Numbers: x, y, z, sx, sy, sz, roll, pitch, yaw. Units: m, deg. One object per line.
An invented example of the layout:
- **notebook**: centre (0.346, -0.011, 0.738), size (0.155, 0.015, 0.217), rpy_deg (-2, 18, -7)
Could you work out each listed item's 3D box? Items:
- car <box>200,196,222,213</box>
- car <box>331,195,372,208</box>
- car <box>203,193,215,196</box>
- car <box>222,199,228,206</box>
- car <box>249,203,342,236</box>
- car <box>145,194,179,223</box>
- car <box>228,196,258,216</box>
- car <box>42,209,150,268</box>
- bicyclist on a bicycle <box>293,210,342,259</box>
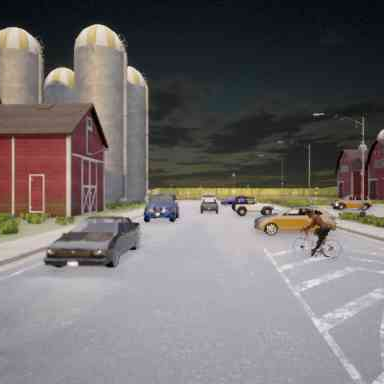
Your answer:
- **car**: centre (1.902, 1.489, 36.206), size (2.128, 1.511, 4.902), rpy_deg (0, 0, 3)
- **car**: centre (19.488, 1.309, 40.740), size (4.605, 1.855, 1.932), rpy_deg (0, 0, 4)
- **car**: centre (2.396, 1.220, 46.284), size (2.150, 2.045, 5.566), rpy_deg (0, 0, 4)
- **car**: centre (7.076, 1.478, 55.506), size (4.611, 1.667, 2.242), rpy_deg (0, 0, 4)
- **car**: centre (5.441, 1.505, 17.849), size (4.193, 1.474, 1.816), rpy_deg (0, 0, 4)
- **car**: centre (-2.280, 1.219, 26.184), size (2.150, 2.045, 5.566), rpy_deg (0, 0, 3)
- **car**: centre (5.661, 1.312, 31.341), size (3.866, 1.878, 1.905), rpy_deg (0, 0, 4)
- **car**: centre (-3.067, 1.547, 11.583), size (2.033, 1.411, 5.357), rpy_deg (0, 0, 3)
- **bicyclist on a bicycle**: centre (4.236, 1.450, 11.379), size (1.656, 1.620, 0.582), rpy_deg (-2, -1, 37)
